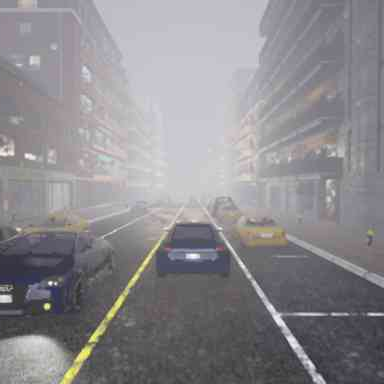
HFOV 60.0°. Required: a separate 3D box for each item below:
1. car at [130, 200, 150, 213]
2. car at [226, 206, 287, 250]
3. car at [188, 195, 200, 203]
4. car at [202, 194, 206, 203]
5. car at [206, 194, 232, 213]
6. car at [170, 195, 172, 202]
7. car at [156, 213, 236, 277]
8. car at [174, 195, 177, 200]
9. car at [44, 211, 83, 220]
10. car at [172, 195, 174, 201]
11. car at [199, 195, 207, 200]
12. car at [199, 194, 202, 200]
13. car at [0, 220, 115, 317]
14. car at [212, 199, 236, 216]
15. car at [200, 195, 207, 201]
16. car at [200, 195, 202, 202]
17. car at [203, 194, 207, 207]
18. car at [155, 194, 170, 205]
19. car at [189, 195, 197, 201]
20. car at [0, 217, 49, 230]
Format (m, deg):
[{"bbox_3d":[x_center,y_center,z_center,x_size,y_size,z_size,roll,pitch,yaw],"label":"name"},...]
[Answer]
[{"bbox_3d":[-5.575,1.561,36.167,1.802,1.307,4.206,-1,0,0],"label":"car"},{"bbox_3d":[2.690,1.521,14.257,1.752,1.417,4.829,-1,0,0],"label":"car"},{"bbox_3d":[0.238,1.519,66.330,2.033,1.411,5.357,0,0,0],"label":"car"},{"bbox_3d":[2.842,1.422,47.233,1.967,1.590,4.097,-1,0,0],"label":"car"},{"bbox_3d":[2.785,1.304,30.659,2.192,1.841,5.009,-1,0,0],"label":"car"},{"bbox_3d":[-5.475,1.518,63.787,2.008,1.369,4.403,-1,0,0],"label":"car"},{"bbox_3d":[0.033,1.559,10.227,1.994,1.385,4.181,0,0,0],"label":"car"},{"bbox_3d":[-5.394,1.508,85.883,2.008,1.369,4.403,-1,0,0],"label":"car"},{"bbox_3d":[-5.657,1.514,13.901,1.752,1.417,4.829,-1,0,0],"label":"car"},{"bbox_3d":[-5.459,1.280,69.311,2.192,1.841,5.009,-1,0,0],"label":"car"},{"bbox_3d":[3.006,1.545,91.426,1.802,1.307,4.206,-1,0,0],"label":"car"},{"bbox_3d":[2.905,1.541,63.805,1.947,1.339,4.313,-1,0,0],"label":"car"},{"bbox_3d":[-3.075,1.557,7.429,1.994,1.385,4.181,0,0,0],"label":"car"},{"bbox_3d":[2.774,1.517,25.306,1.752,1.417,4.829,-1,0,0],"label":"car"},{"bbox_3d":[2.986,1.491,86.071,1.752,1.417,4.829,-1,0,0],"label":"car"},{"bbox_3d":[2.885,1.528,58.280,2.008,1.369,4.403,-1,0,0],"label":"car"},{"bbox_3d":[2.822,1.425,41.707,1.967,1.590,4.097,-1,0,0],"label":"car"},{"bbox_3d":[-5.495,1.521,58.264,2.008,1.369,4.403,-1,0,0],"label":"car"},{"bbox_3d":[0.276,1.436,76.778,1.895,1.301,4.718,0,0,0],"label":"car"},{"bbox_3d":[-5.677,1.557,8.547,1.947,1.339,4.313,-1,0,0],"label":"car"}]
